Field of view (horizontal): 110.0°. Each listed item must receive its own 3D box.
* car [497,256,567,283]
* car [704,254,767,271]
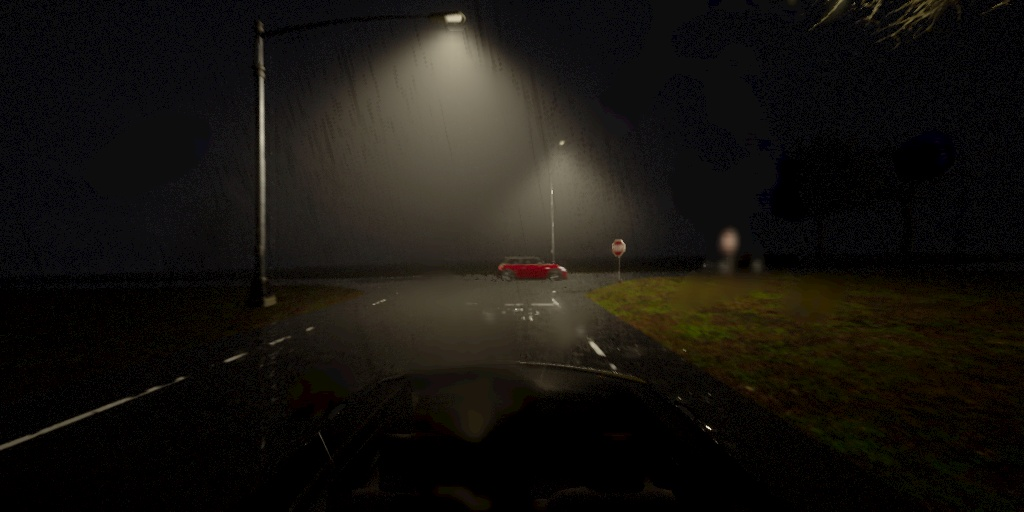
[{"bbox_3d":[1.298,0.800,23.593,4.553,1.767,2.097,0,0,-1],"label":"car"},{"bbox_3d":[19.181,0.584,30.927,4.892,1.490,1.837,-3,-1,-1],"label":"car"}]
